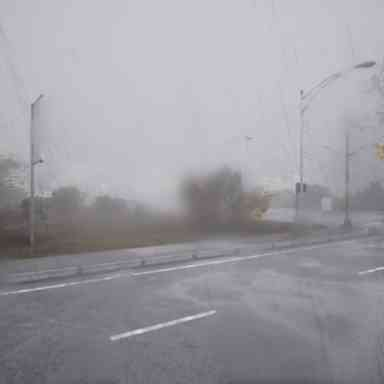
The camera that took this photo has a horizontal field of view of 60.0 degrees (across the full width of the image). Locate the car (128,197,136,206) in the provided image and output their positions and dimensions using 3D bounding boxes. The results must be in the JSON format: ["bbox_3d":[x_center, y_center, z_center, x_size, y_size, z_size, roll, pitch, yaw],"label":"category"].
[{"bbox_3d":[-11.798,1.663,55.866,1.812,1.442,4.674,0,0,-38],"label":"car"}]

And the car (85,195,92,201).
[{"bbox_3d":[-29.624,1.518,90.595,2.097,1.767,4.553,0,0,-35],"label":"car"}]

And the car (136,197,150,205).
[{"bbox_3d":[-9.289,1.664,58.335,1.837,1.490,4.892,0,-1,-38],"label":"car"}]
